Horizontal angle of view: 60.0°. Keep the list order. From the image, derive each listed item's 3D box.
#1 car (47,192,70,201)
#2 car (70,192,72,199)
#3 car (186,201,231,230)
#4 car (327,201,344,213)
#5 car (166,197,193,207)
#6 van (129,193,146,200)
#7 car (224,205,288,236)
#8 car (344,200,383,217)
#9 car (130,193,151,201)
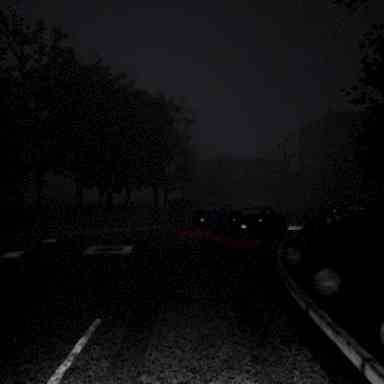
[{"bbox_3d":[-32.712,1.336,80.859,4.553,1.767,2.185,0,0,-15],"label":"car"},{"bbox_3d":[-33.467,1.446,83.518,5.008,1.535,2.097,0,0,-15],"label":"car"},{"bbox_3d":[1.900,1.455,21.012,1.882,1.535,5.008,0,0,32],"label":"car"},{"bbox_3d":[16.062,1.494,33.218,4.718,1.301,1.895,-2,0,-17],"label":"car"},{"bbox_3d":[-1.990,1.584,53.214,4.892,1.490,1.837,0,0,36],"label":"car"},{"bbox_3d":[-15.082,1.229,92.343,4.442,1.987,1.878,0,0,-15],"label":"van"},{"bbox_3d":[3.760,1.494,18.104,1.812,1.442,4.674,0,0,32],"label":"car"},{"bbox_3d":[17.123,1.429,30.360,5.357,1.411,2.033,-2,0,-13],"label":"car"},{"bbox_3d":[-12.834,1.528,84.309,4.792,1.488,2.163,0,0,-15],"label":"car"}]
